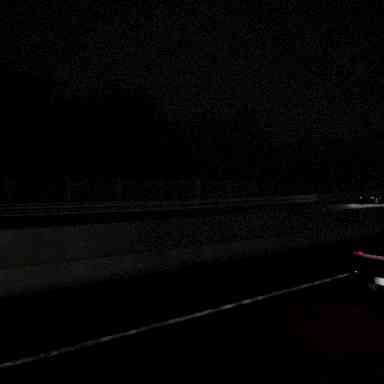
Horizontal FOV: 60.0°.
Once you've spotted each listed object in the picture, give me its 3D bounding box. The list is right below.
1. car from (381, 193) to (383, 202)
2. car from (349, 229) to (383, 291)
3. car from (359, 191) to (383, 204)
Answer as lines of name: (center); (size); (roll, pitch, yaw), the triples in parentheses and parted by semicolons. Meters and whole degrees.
car: (23.574, 0.987, 37.075); (4.892, 1.490, 1.837); (-1, 1, -33)
car: (5.584, 1.463, 7.662); (4.902, 1.511, 2.128); (0, 0, -35)
car: (24.787, 0.710, 45.426); (4.553, 1.767, 2.097); (-2, 1, -36)
